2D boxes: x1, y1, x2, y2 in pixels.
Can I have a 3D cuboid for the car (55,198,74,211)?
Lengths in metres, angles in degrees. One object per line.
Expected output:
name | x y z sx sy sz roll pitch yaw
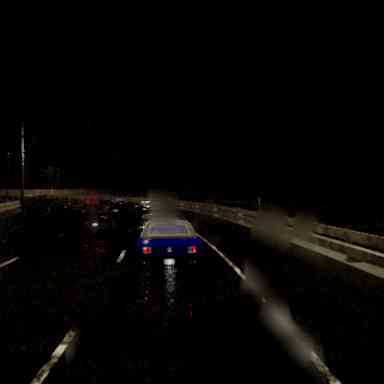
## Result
car | -15.942 1.484 41.625 1.837 1.490 4.892 0 0 -23

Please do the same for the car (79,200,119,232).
car | -5.669 1.488 20.334 1.837 1.490 4.892 0 1 -10

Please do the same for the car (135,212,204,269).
car | -0.806 1.582 11.150 1.895 1.301 4.718 0 0 -5

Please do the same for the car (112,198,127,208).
car | -10.362 1.512 46.228 1.994 1.385 4.181 0 0 -25

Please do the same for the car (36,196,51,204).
car | -27.417 1.473 61.519 2.128 1.511 4.902 0 0 -36

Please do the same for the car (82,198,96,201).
car | -13.959 1.489 45.730 1.812 1.442 4.674 0 0 -25

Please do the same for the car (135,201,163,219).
car | -3.437 1.454 26.424 2.128 1.511 4.902 0 0 -13
